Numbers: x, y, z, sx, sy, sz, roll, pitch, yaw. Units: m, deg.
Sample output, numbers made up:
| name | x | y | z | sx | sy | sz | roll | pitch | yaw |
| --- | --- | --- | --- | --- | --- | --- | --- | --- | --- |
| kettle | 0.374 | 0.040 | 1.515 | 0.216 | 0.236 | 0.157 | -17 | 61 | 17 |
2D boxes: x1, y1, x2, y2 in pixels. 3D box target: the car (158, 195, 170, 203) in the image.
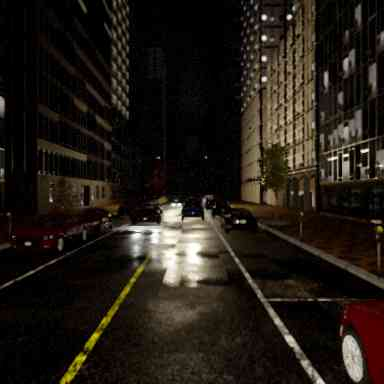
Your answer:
| name | x | y | z | sx | sy | sz | roll | pitch | yaw |
| --- | --- | --- | --- | --- | --- | --- | --- | --- | --- |
| car | -5.751 | 1.566 | 64.866 | 1.752 | 1.417 | 4.829 | 0 | 0 | 0 |

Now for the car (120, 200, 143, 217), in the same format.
| name | x | y | z | sx | sy | sz | roll | pitch | yaw |
| --- | --- | --- | --- | --- | --- | --- | --- | --- | --- |
| car | -5.718 | 1.576 | 30.880 | 1.887 | 1.381 | 4.507 | 0 | 0 | 0 |

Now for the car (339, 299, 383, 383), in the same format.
| name | x | y | z | sx | sy | sz | roll | pitch | yaw |
| --- | --- | --- | --- | --- | --- | --- | --- | --- | --- |
| car | 2.690 | 1.548 | 2.419 | 1.887 | 1.381 | 4.507 | 0 | 0 | 0 |

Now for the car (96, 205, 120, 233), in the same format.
| name | x | y | z | sx | sy | sz | roll | pitch | yaw |
| --- | --- | --- | --- | --- | --- | --- | --- | --- | --- |
| car | -5.707 | 1.604 | 19.495 | 1.802 | 1.307 | 4.206 | 0 | 0 | 0 |

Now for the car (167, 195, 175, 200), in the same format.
| name | x | y | z | sx | sy | sz | roll | pitch | yaw |
| --- | --- | --- | --- | --- | --- | --- | --- | --- | --- |
| car | -5.778 | 1.581 | 93.499 | 2.008 | 1.369 | 4.403 | 0 | 0 | 0 |

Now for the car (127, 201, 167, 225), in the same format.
| name | x | y | z | sx | sy | sz | roll | pitch | yaw |
| --- | --- | --- | --- | --- | --- | --- | --- | --- | --- |
| car | -3.123 | 1.590 | 24.073 | 1.994 | 1.385 | 4.181 | 0 | 0 | 0 |

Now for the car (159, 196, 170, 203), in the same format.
| name | x | y | z | sx | sy | sz | roll | pitch | yaw |
| --- | --- | --- | --- | --- | --- | --- | --- | --- | --- |
| car | -5.757 | 1.590 | 70.729 | 2.008 | 1.369 | 4.403 | 0 | 0 | 0 |

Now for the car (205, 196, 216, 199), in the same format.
| name | x | y | z | sx | sy | sz | roll | pitch | yaw |
| --- | --- | --- | --- | --- | --- | --- | --- | --- | --- |
| car | 2.652 | 1.604 | 42.264 | 1.947 | 1.339 | 4.313 | 0 | 0 | 0 |

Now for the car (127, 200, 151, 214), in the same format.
| name | x | y | z | sx | sy | sz | roll | pitch | yaw |
| --- | --- | --- | --- | --- | --- | --- | --- | --- | --- |
| car | -5.724 | 1.601 | 36.573 | 1.947 | 1.339 | 4.313 | 0 | 0 | 0 |

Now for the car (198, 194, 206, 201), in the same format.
| name | x | y | z | sx | sy | sz | roll | pitch | yaw |
| --- | --- | --- | --- | --- | --- | --- | --- | --- | --- |
| car | 2.609 | 1.349 | 87.803 | 2.192 | 1.841 | 5.009 | 0 | 0 | 0 |

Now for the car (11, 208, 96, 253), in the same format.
| name | x | y | z | sx | sy | sz | roll | pitch | yaw |
| --- | --- | --- | --- | --- | --- | --- | --- | --- | --- |
| car | -5.702 | 1.562 | 13.802 | 1.887 | 1.381 | 4.507 | 0 | 0 | 0 |

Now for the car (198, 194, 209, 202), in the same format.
| name | x | y | z | sx | sy | sz | roll | pitch | yaw |
| --- | --- | --- | --- | --- | --- | --- | --- | --- | --- |
| car | 2.620 | 1.353 | 76.418 | 2.192 | 1.841 | 5.009 | 0 | 0 | 0 |

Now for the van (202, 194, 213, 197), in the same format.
| name | x | y | z | sx | sy | sz | roll | pitch | yaw |
| --- | --- | --- | --- | --- | --- | --- | --- | --- | --- |
| van | 2.647 | 1.381 | 47.958 | 1.690 | 1.788 | 3.998 | 0 | 0 | 0 |

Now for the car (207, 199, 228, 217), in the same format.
| name | x | y | z | sx | sy | sz | roll | pitch | yaw |
| --- | --- | --- | --- | --- | --- | --- | --- | --- | --- |
| car | 2.662 | 1.597 | 30.880 | 1.947 | 1.339 | 4.313 | 0 | 0 | 0 |

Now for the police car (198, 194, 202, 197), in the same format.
| name | x | y | z | sx | sy | sz | roll | pitch | yaw |
| --- | --- | --- | --- | --- | --- | --- | --- | --- | --- |
| police car | 0.018 | 1.464 | 44.638 | 1.930 | 1.638 | 5.238 | 0 | 0 | 0 |

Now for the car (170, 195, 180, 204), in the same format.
| name | x | y | z | sx | sy | sz | roll | pitch | yaw |
| --- | --- | --- | --- | --- | --- | --- | --- | --- | --- |
| car | -3.076 | 1.545 | 66.184 | 2.128 | 1.511 | 4.902 | 0 | 0 | 0 |

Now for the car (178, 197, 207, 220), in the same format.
| name | x | y | z | sx | sy | sz | roll | pitch | yaw |
| --- | --- | --- | --- | --- | --- | --- | --- | --- | --- |
| car | 0.070 | 1.507 | 28.594 | 1.882 | 1.535 | 5.008 | 0 | 0 | 0 |

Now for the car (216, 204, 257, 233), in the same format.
| name | x | y | z | sx | sy | sz | roll | pitch | yaw |
| --- | --- | --- | --- | --- | --- | --- | --- | --- | --- |
| car | 2.673 | 1.588 | 19.496 | 1.947 | 1.339 | 4.313 | 0 | 0 | 0 |
